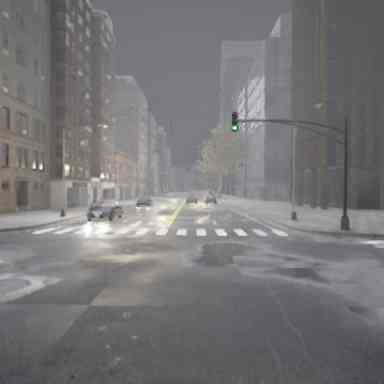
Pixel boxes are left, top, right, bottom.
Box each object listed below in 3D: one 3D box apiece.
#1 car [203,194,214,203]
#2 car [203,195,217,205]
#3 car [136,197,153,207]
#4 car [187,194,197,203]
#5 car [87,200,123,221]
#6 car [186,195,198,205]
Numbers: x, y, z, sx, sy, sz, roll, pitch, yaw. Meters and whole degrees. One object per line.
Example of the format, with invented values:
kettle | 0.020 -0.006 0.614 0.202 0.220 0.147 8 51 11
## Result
car | 3.257 1.268 66.204 1.882 1.535 5.008 0 0 0
car | 3.256 1.351 56.199 1.812 1.442 4.674 0 0 0
car | -6.537 1.344 46.609 2.033 1.411 5.357 0 0 0
car | 0.007 1.273 66.204 1.837 1.490 4.892 0 0 0
car | -6.585 1.358 25.568 2.128 1.511 4.902 0 0 0
car | 0.006 1.297 55.782 2.128 1.511 4.902 0 0 0
